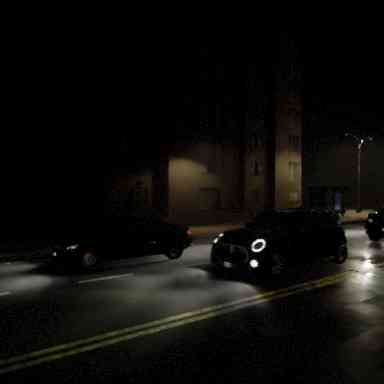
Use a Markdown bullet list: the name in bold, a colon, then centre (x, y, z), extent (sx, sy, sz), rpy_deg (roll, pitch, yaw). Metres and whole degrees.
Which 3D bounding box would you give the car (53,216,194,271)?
- **car**: centre (-2.101, 1.538, 11.067), extent (4.674, 1.442, 1.812), rpy_deg (0, 0, -36)

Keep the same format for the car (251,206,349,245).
- **car**: centre (5.438, 1.526, 16.459), extent (4.902, 1.511, 2.128), rpy_deg (0, 0, -35)

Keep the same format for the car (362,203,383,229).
- **car**: centre (13.752, 1.551, 22.339), extent (4.902, 1.511, 2.128), rpy_deg (0, 0, -35)

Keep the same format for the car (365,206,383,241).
- **car**: centre (10.518, 1.265, 15.775), extent (5.566, 2.045, 2.150), rpy_deg (0, 0, -35)

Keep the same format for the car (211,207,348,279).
- **car**: centre (2.775, 1.372, 10.267), extent (4.553, 1.767, 2.097), rpy_deg (0, 0, -35)
